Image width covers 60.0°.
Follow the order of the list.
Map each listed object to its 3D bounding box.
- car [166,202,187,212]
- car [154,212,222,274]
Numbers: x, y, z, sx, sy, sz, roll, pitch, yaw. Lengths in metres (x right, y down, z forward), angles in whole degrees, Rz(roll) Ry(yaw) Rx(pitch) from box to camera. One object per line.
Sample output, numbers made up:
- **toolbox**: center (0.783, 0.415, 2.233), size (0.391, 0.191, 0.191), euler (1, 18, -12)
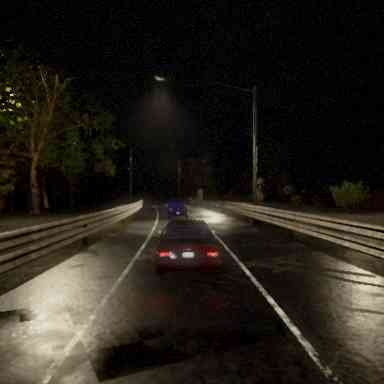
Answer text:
- **car**: center (-1.465, 1.690, 31.684), size (1.812, 1.442, 4.674), euler (0, 0, -5)
- **car**: center (-0.162, 1.608, 10.712), size (2.033, 1.411, 5.357), euler (0, 0, -2)
